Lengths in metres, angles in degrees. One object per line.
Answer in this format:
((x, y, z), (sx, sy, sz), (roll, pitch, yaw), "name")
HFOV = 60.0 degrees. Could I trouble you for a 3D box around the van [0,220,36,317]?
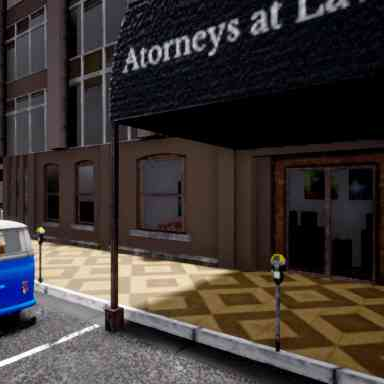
((-4.573, 1.341, 6.122), (3.998, 1.788, 1.690), (0, 0, 35), "van")
